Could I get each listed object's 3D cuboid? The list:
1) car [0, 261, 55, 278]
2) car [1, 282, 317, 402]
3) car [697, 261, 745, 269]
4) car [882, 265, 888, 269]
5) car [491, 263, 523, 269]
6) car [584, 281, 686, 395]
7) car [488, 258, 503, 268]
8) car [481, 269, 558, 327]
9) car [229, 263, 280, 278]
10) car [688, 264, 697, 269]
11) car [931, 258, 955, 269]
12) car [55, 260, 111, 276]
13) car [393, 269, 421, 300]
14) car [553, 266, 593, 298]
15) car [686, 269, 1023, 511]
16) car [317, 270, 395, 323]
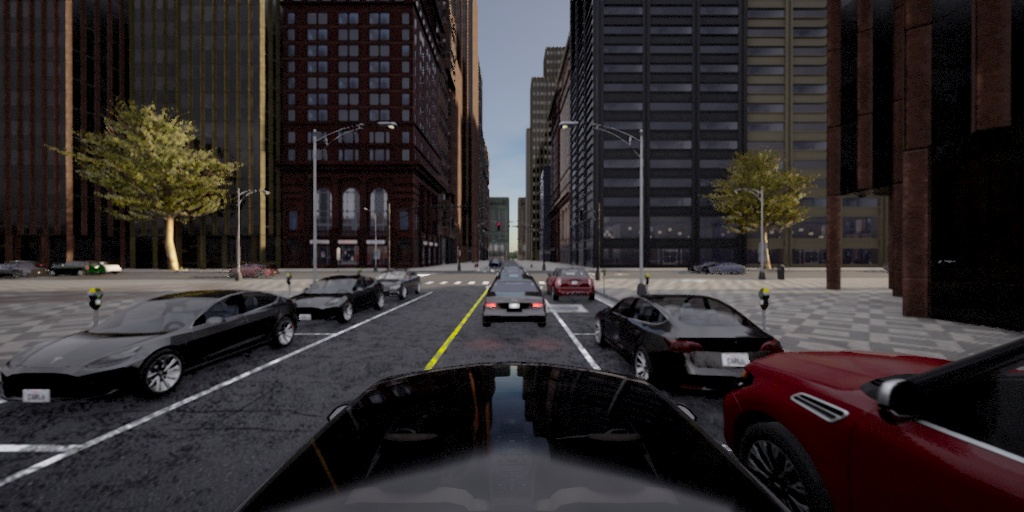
[{"bbox_3d":[-49.440,1.509,35.947,4.181,1.385,1.994,0,0,0],"label":"car"},{"bbox_3d":[-5.757,1.322,6.522,1.948,1.339,4.313,0,0,0],"label":"car"},{"bbox_3d":[23.199,1.309,39.383,4.181,1.385,1.994,0,0,0],"label":"car"},{"bbox_3d":[47.103,1.290,42.579,4.718,1.301,1.895,0,0,0],"label":"car"},{"bbox_3d":[0.025,1.328,21.697,2.033,1.411,5.357,0,0,0],"label":"car"},{"bbox_3d":[2.768,1.323,6.513,1.948,1.339,4.313,0,0,0],"label":"car"},{"bbox_3d":[-2.977,1.221,63.192,2.097,1.767,4.553,0,0,0],"label":"car"},{"bbox_3d":[0.076,1.312,11.564,2.033,1.411,5.357,0,0,0],"label":"car"},{"bbox_3d":[-25.751,1.441,35.896,4.181,1.385,1.994,0,0,0],"label":"car"},{"bbox_3d":[23.233,1.299,42.633,4.181,1.385,1.994,0,0,0],"label":"car"},{"bbox_3d":[46.852,1.052,39.332,4.553,1.767,2.097,0,0,0],"label":"car"},{"bbox_3d":[-47.615,1.280,39.274,4.553,1.767,2.097,0,0,1],"label":"car"},{"bbox_3d":[-5.742,1.325,17.795,2.007,1.370,4.403,0,0,0],"label":"car"},{"bbox_3d":[2.783,1.214,17.785,1.967,1.591,4.097,0,0,0],"label":"car"},{"bbox_3d":[2.760,1.063,0.877,2.192,1.841,5.009,0,0,0],"label":"car"},{"bbox_3d":[-5.750,1.331,12.158,1.948,1.339,4.313,0,0,0],"label":"car"}]
